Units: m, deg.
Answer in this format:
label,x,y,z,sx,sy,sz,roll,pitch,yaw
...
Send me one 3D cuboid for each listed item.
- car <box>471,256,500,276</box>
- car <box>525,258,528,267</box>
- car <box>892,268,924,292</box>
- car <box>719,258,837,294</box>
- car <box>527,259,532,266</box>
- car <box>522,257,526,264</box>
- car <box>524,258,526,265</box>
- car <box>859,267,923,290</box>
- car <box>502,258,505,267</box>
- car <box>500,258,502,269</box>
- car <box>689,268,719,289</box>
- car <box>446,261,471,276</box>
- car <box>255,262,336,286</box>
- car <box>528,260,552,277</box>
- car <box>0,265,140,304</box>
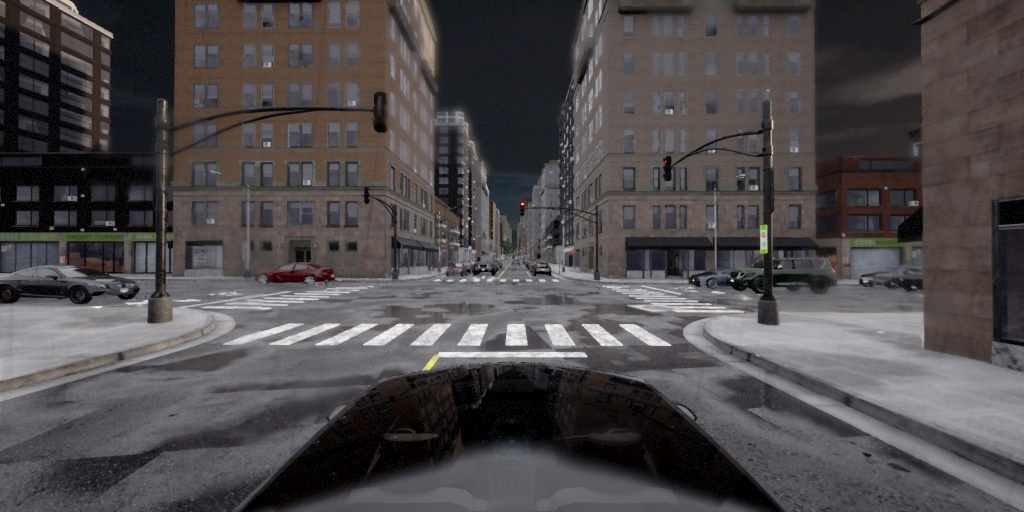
label,x,y,z,sx,sy,sz,roll,pitch,yaw
car,-2.772,0.976,37.779,2.150,2.045,5.566,0,0,1
car,3.115,1.302,47.230,2.007,1.370,4.403,0,0,1
car,25.638,1.549,20.876,4.718,1.301,1.895,0,-1,0
car,15.625,1.104,20.946,5.566,2.045,2.150,0,-1,0
car,3.046,1.297,41.700,1.888,1.381,4.507,0,0,1
car,3.324,1.315,63.821,1.948,1.339,4.313,0,0,1
car,3.185,1.296,52.761,1.888,1.381,4.507,0,0,1
car,26.288,1.477,24.119,4.902,1.511,2.128,0,-1,0
car,-2.506,1.352,58.123,1.895,1.301,4.718,0,0,1
car,-2.646,1.258,47.867,1.837,1.490,4.892,0,0,1
car,14.279,1.470,24.209,4.181,1.385,1.994,0,-1,1
car,-5.549,1.336,36.273,1.802,1.307,4.207,0,0,1
car,-14.651,1.181,24.389,5.008,1.535,1.882,0,-1,0
car,2.977,1.318,36.170,1.948,1.339,4.313,0,0,1
car,-17.924,1.106,14.464,4.674,1.442,1.812,0,-1,1
